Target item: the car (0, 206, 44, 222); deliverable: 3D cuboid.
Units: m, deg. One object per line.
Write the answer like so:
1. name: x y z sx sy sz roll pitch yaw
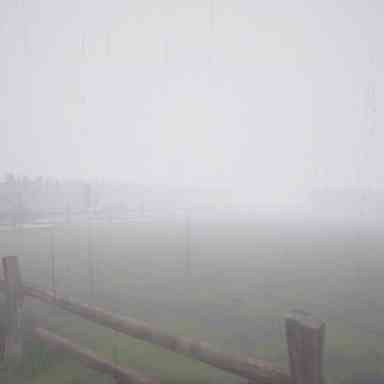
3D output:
1. car: -14.013 1.712 25.502 1.895 1.301 4.718 0 -1 37

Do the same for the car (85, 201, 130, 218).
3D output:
1. car: -8.398 1.684 33.181 2.097 1.767 4.553 0 -1 36

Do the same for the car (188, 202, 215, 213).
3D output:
1. car: 1.353 2.207 46.587 2.128 1.511 4.902 0 -1 36
